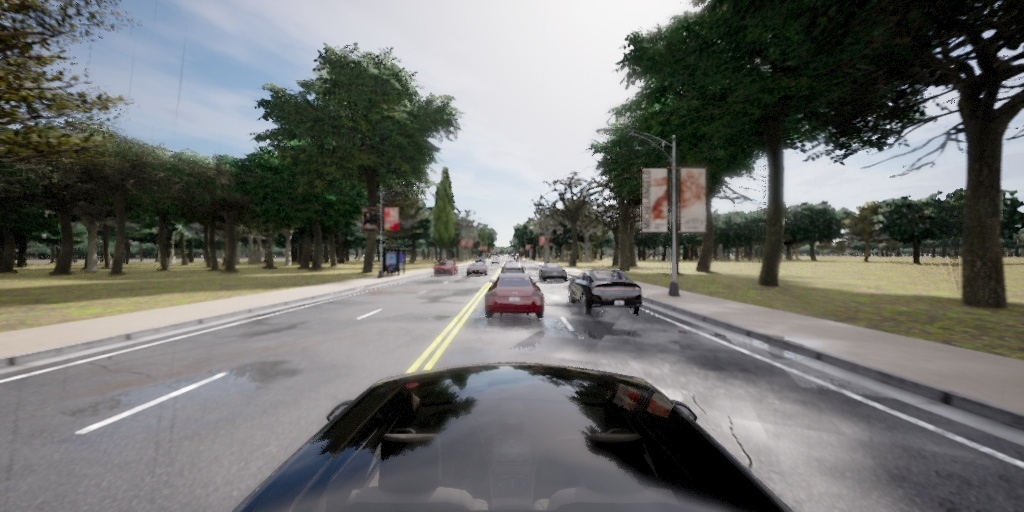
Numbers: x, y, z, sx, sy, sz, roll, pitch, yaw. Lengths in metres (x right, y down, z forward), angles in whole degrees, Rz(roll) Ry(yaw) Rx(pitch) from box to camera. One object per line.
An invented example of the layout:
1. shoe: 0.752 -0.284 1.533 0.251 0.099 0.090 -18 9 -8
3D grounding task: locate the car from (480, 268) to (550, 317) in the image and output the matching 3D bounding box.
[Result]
1. car: 0.084 1.310 13.139 1.994 1.385 4.181 0 0 0

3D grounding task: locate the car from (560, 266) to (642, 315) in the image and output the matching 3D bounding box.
1. car: 3.333 1.238 13.543 2.128 1.511 4.902 0 0 0

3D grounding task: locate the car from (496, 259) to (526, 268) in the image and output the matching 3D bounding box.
1. car: 0.053 1.234 28.886 2.128 1.511 4.902 0 0 0

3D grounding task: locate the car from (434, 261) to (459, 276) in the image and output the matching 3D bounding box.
1. car: -6.657 1.218 36.532 1.882 1.535 5.008 0 0 0

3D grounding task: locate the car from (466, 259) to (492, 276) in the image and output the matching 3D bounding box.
1. car: -3.406 1.304 35.801 1.994 1.385 4.181 0 0 0

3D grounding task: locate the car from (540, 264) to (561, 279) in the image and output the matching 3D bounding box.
1. car: 3.303 1.306 29.474 1.994 1.385 4.181 0 0 0
